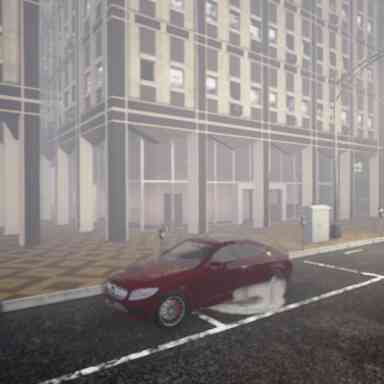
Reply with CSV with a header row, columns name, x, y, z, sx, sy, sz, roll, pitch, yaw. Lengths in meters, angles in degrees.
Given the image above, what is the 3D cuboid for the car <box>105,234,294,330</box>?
name,x,y,z,sx,sy,sz,roll,pitch,yaw
car,0.352,1.571,6.818,4.206,1.307,1.802,0,0,-36
